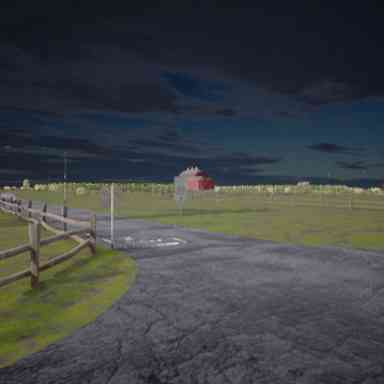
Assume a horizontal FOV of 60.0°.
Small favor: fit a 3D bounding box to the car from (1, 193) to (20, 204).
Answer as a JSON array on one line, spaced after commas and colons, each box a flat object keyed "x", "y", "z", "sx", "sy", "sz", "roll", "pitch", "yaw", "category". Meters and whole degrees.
[{"x": -24.934, "y": 0.830, "z": 45.562, "sx": 2.128, "sy": 1.511, "sz": 4.902, "roll": 1, "pitch": 0, "yaw": -36, "category": "car"}]
